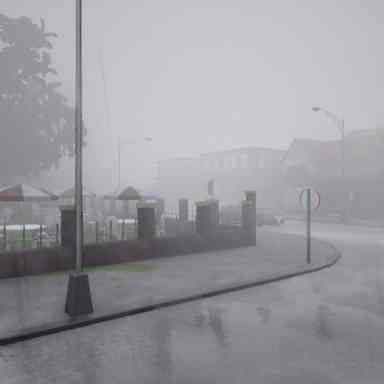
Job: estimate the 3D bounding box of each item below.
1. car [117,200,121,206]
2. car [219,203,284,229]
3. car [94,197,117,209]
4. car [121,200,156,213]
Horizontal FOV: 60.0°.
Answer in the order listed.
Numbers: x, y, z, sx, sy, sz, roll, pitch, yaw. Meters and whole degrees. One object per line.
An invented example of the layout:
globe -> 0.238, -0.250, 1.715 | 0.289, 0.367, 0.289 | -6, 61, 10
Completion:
car -> -10.009, 1.476, 48.740 | 1.882, 1.535, 5.008 | 0, 0, -35
car -> 3.860, 1.490, 22.130 | 2.128, 1.511, 4.902 | 0, 0, -36
car -> -12.312, 1.502, 44.815 | 1.837, 1.490, 4.892 | 0, 0, -35
car -> -5.115, 1.546, 34.688 | 2.033, 1.411, 5.357 | 0, 0, -35
